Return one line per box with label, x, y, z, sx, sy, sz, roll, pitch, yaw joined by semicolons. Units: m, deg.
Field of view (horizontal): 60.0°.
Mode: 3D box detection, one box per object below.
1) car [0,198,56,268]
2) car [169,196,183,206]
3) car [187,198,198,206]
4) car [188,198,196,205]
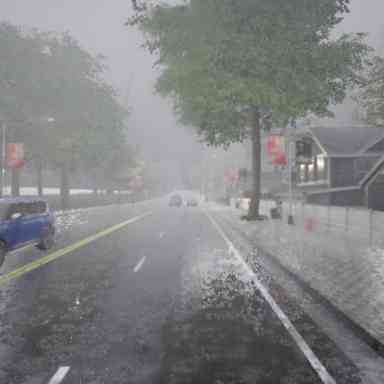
car;-6.571;1.228;11.198;2.150;2.045;5.566;0;0;0
car;-3.237;1.972;61.747;1.994;1.385;4.181;0;-1;0
car;0.013;1.972;61.734;1.994;1.385;4.181;0;-1;0
car;0.014;1.984;71.743;1.837;1.490;4.892;0;-1;0
